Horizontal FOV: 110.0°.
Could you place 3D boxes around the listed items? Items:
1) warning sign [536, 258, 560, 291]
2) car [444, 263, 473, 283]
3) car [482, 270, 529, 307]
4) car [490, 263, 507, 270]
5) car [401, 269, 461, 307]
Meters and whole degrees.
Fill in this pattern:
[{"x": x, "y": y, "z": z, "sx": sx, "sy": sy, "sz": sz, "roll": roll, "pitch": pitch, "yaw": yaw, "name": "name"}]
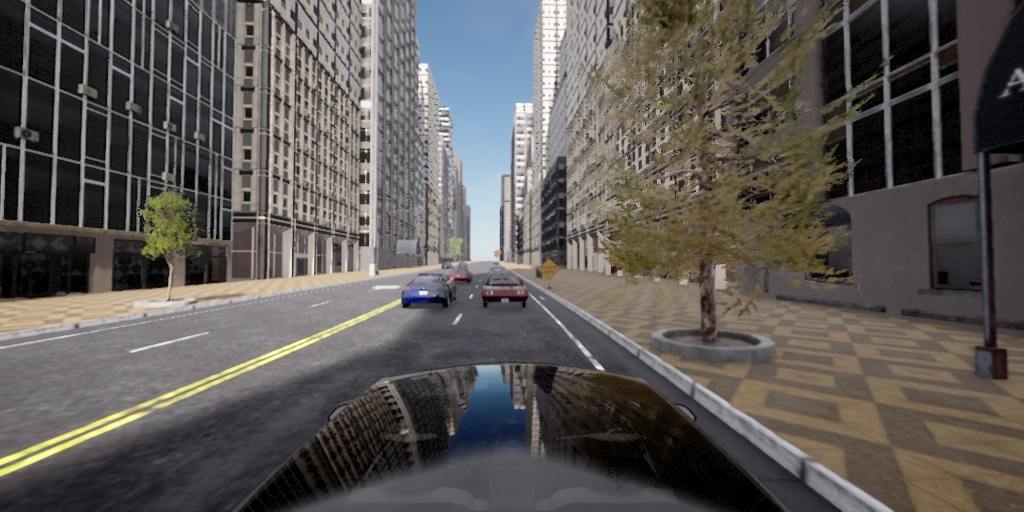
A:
[{"x": 2.204, "y": 1.055, "z": 21.004, "sx": 1.300, "sy": 1.860, "sz": 1.060, "roll": 0, "pitch": 0, "yaw": -3, "name": "warning sign"}, {"x": -4.478, "y": 1.604, "z": 31.321, "sx": 1.994, "sy": 1.385, "sz": 4.181, "roll": 0, "pitch": -1, "yaw": -3, "name": "car"}, {"x": -0.385, "y": 1.493, "z": 16.313, "sx": 1.895, "sy": 1.301, "sz": 4.718, "roll": 0, "pitch": -1, "yaw": -3, "name": "car"}, {"x": -1.217, "y": 1.587, "z": 31.174, "sx": 2.033, "sy": 1.411, "sz": 5.357, "roll": 0, "pitch": -1, "yaw": -3, "name": "car"}, {"x": -3.638, "y": 1.455, "z": 16.319, "sx": 1.994, "sy": 1.385, "sz": 4.181, "roll": 0, "pitch": -1, "yaw": -3, "name": "car"}]
